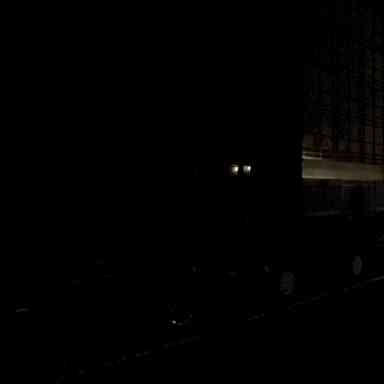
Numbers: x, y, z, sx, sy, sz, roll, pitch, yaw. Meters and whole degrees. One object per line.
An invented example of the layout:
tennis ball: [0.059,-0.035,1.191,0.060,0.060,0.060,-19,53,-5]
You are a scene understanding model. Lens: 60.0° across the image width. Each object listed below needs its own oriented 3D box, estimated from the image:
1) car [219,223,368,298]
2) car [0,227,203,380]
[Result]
car: [2.700,1.515,8.454,4.507,1.381,1.887,0,0,-35]
car: [-1.891,1.438,5.180,4.097,1.590,1.967,0,0,-35]
